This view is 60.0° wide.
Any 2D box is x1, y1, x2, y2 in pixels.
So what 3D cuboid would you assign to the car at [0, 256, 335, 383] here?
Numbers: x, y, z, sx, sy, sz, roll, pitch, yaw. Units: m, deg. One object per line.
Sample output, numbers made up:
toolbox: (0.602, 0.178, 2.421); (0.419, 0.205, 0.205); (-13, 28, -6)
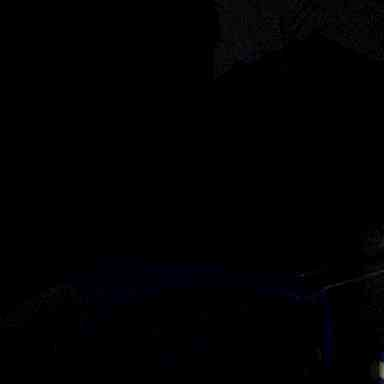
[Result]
car: (-0.674, 1.476, 3.189); (5.008, 1.535, 1.882); (0, 0, -35)
